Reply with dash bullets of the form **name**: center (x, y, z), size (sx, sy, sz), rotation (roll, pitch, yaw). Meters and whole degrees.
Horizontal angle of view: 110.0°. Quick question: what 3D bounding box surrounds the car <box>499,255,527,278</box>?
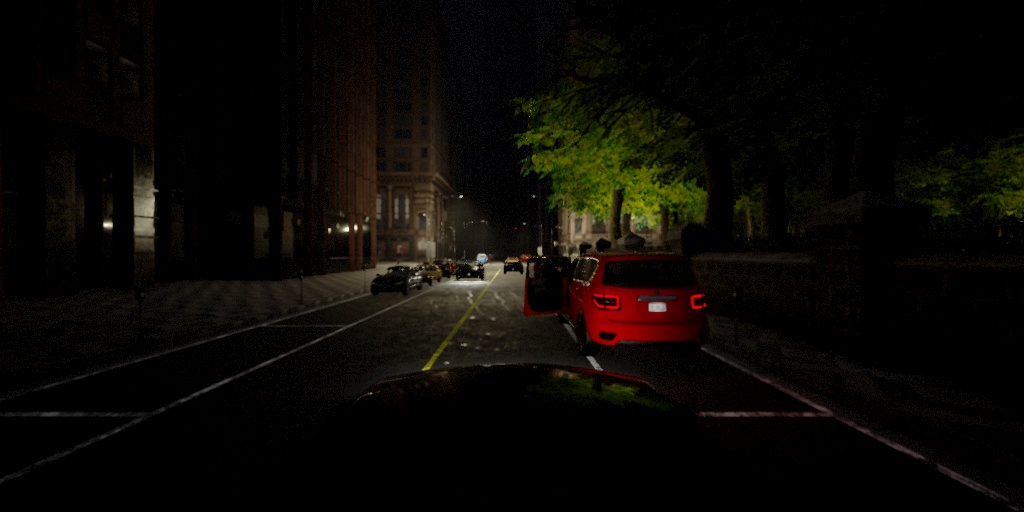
- **car**: center (0.116, 0.971, 35.282), size (2.128, 1.511, 4.902), rotation (0, 1, 0)

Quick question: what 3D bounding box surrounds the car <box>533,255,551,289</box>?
- **car**: center (2.793, 0.893, 23.876), size (2.192, 1.841, 5.009), rotation (0, 0, 0)

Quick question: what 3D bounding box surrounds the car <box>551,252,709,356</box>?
- **car**: center (2.403, 0.920, 8.598), size (2.150, 2.045, 5.566), rotation (0, 0, 0)

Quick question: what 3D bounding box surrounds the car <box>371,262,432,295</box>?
- **car**: center (-5.740, 1.174, 18.353), size (2.007, 1.370, 4.403), rotation (0, 0, 0)

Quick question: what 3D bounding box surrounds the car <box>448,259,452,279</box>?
- **car**: center (-5.724, 0.971, 29.402), size (1.967, 1.591, 4.097), rotation (0, 0, 0)

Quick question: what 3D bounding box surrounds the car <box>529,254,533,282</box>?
- **car**: center (2.801, 0.846, 29.401), size (2.192, 1.841, 5.009), rotation (0, 0, 0)

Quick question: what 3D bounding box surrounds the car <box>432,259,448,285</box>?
- **car**: center (-5.732, 1.104, 23.707), size (1.751, 1.417, 4.829), rotation (0, 0, 0)

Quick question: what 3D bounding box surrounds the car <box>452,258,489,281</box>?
- **car**: center (-3.059, 1.113, 27.398), size (1.994, 1.385, 4.181), rotation (0, 0, 0)
